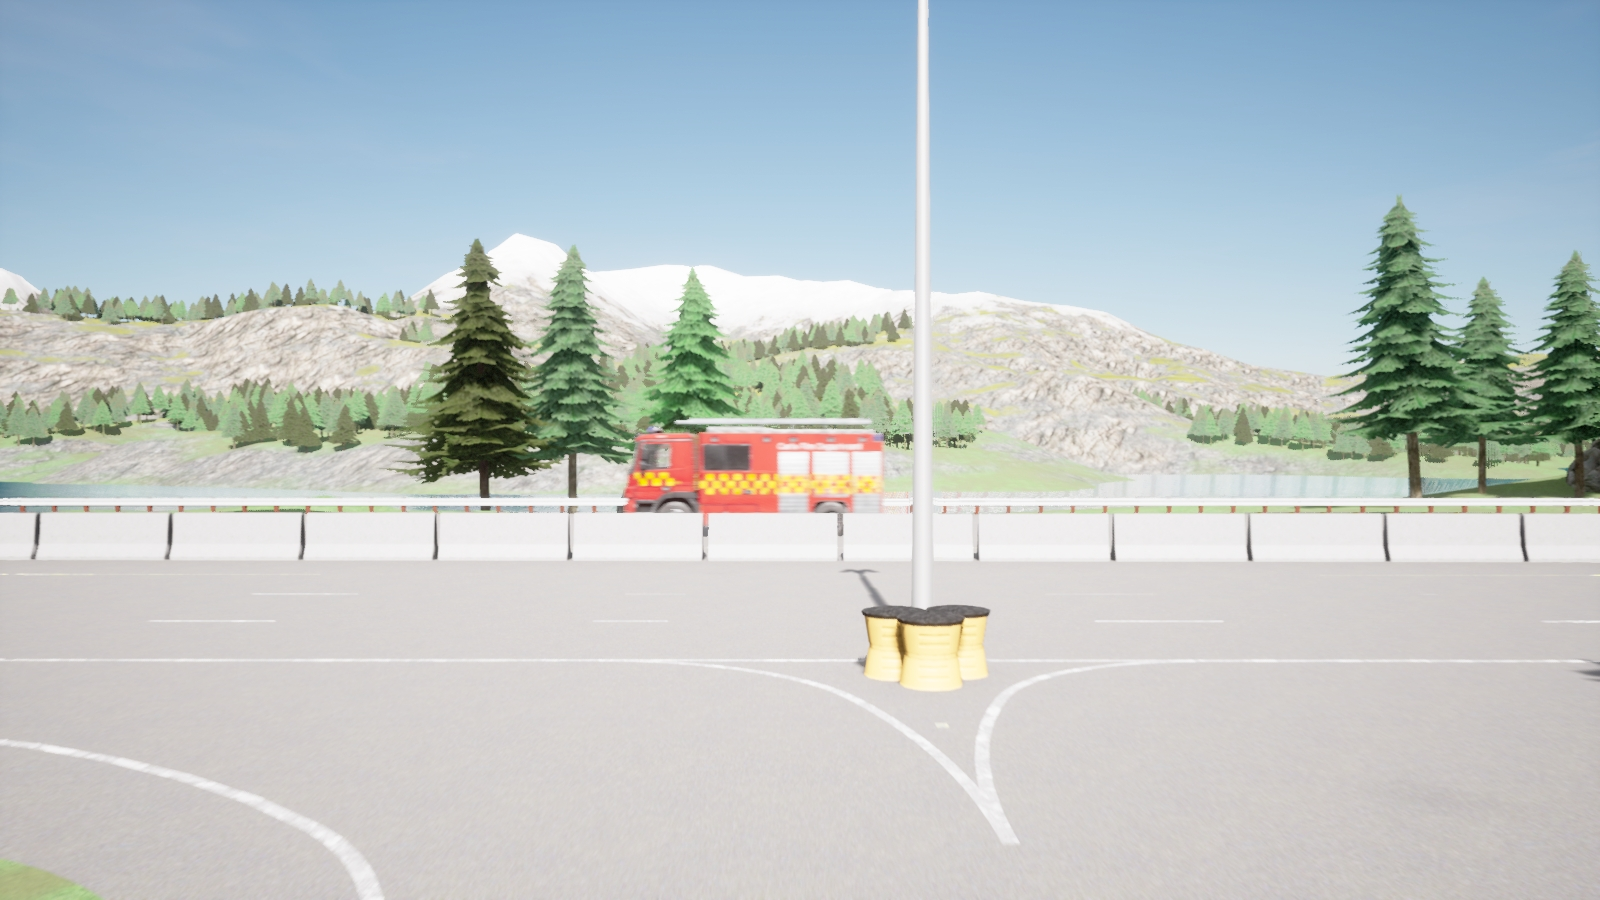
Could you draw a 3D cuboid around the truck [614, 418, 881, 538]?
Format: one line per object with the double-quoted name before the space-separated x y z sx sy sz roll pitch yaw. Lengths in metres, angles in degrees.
"truck" -1.672 0.894 37.735 8.468 3.827 2.891 0 0 0
